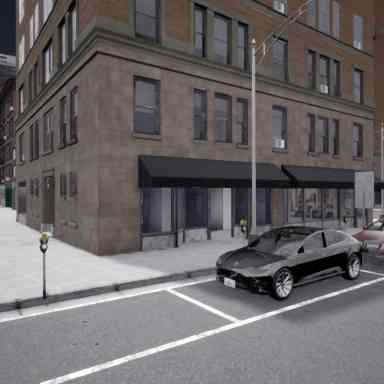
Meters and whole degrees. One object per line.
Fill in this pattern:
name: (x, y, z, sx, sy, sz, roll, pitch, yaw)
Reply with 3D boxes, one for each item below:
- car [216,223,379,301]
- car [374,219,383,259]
car: (2.579, 1.566, 8.367, 4.313, 1.339, 1.947, 0, 0, -35)
car: (7.060, 1.582, 11.557, 4.206, 1.307, 1.802, 0, 0, -35)
